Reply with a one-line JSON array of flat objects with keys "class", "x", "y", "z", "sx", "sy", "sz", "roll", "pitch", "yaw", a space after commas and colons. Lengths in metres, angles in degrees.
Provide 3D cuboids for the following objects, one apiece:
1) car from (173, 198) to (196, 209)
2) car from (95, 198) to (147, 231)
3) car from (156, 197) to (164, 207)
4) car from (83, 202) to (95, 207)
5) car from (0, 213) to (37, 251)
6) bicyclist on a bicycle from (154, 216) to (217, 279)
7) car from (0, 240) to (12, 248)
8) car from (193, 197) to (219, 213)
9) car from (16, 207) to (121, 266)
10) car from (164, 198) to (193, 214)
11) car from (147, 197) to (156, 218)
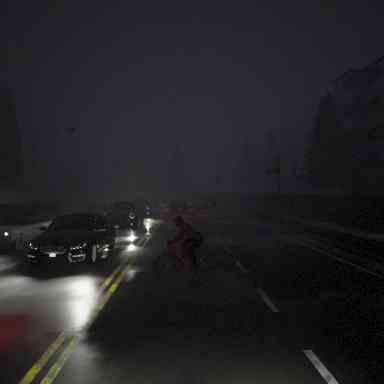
[{"class": "car", "x": -1.098, "y": 1.564, "z": 47.529, "sx": 1.994, "sy": 1.385, "sz": 4.181, "roll": 0, "pitch": 0, "yaw": -22}, {"class": "car", "x": -4.258, "y": 1.352, "z": 20.715, "sx": 2.097, "sy": 1.767, "sz": 4.553, "roll": 0, "pitch": 0, "yaw": -2}, {"class": "car", "x": -4.854, "y": 1.505, "z": 47.238, "sx": 1.837, "sy": 1.490, "sz": 4.892, "roll": 0, "pitch": 0, "yaw": -22}, {"class": "car", "x": -8.031, "y": 1.564, "z": 27.809, "sx": 1.994, "sy": 1.385, "sz": 4.181, "roll": 0, "pitch": 0, "yaw": -2}, {"class": "car", "x": -7.530, "y": 1.601, "z": 14.208, "sx": 1.895, "sy": 1.301, "sz": 4.718, "roll": 0, "pitch": 0, "yaw": -2}, {"class": "bicyclist on a bicycle", "x": -0.173, "y": 1.454, "z": 8.649, "sx": 1.656, "sy": 1.620, "sz": 0.582, "roll": -2, "pitch": 0, "yaw": -2}, {"class": "car", "x": -3.597, "y": 1.492, "z": 2.382, "sx": 2.128, "sy": 1.511, "sz": 4.902, "roll": 0, "pitch": 0, "yaw": -4}, {"class": "car", "x": 1.555, "y": 1.352, "z": 37.753, "sx": 2.097, "sy": 1.767, "sz": 4.553, "roll": 0, "pitch": 0, "yaw": -9}, {"class": "car", "x": -3.946, "y": 1.505, "z": 11.657, "sx": 1.837, "sy": 1.490, "sz": 4.892, "roll": 0, "pitch": 0, "yaw": -2}, {"class": "car", "x": -1.521, "y": 1.492, "z": 35.368, "sx": 2.128, "sy": 1.511, "sz": 4.902, "roll": 0, "pitch": 0, "yaw": -8}, {"class": "car", "x": -4.681, "y": 1.352, "z": 30.411, "sx": 2.097, "sy": 1.767, "sz": 4.553, "roll": 0, "pitch": 0, "yaw": -4}]
